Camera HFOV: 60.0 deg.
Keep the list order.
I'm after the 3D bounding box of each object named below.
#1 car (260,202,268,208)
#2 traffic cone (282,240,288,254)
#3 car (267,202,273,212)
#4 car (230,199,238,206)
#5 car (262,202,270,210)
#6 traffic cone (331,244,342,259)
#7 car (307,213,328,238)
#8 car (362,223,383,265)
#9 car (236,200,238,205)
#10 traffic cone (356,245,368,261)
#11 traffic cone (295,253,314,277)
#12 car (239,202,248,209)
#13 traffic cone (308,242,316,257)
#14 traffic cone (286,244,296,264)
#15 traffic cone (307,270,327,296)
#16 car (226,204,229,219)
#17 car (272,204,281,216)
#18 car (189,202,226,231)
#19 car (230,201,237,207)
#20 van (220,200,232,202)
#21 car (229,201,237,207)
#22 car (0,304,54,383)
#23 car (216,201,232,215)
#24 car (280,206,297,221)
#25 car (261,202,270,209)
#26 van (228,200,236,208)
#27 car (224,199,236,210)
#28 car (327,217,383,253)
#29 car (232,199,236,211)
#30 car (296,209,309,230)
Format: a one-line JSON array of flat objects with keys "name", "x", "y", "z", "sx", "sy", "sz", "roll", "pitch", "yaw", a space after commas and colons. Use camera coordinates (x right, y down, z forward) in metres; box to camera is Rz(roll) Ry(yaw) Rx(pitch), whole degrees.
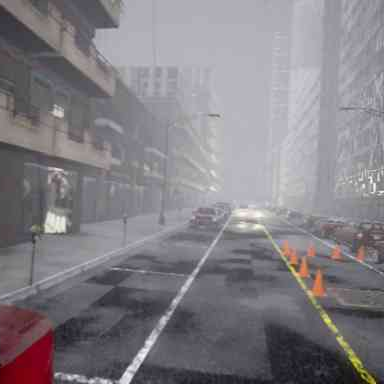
[{"name": "car", "x": 20.246, "y": 3.664, "z": 93.489, "sx": 1.752, "sy": 1.417, "sz": 4.829, "roll": 4, "pitch": 0, "yaw": 9}, {"name": "traffic cone", "x": 4.030, "y": 2.336, "z": 14.126, "sx": 0.340, "sy": 0.580, "sz": 0.340, "roll": 3, "pitch": -1, "yaw": 9}, {"name": "car", "x": 15.170, "y": 3.083, "z": 60.423, "sx": 1.802, "sy": 1.307, "sz": 4.206, "roll": 4, "pitch": 0, "yaw": 9}, {"name": "car", "x": 11.984, "y": 3.018, "z": 94.504, "sx": 2.192, "sy": 1.841, "sz": 5.009, "roll": 4, "pitch": 0, "yaw": 9}, {"name": "car", "x": 16.862, "y": 3.154, "z": 71.390, "sx": 1.967, "sy": 1.590, "sz": 4.097, "roll": 4, "pitch": 0, "yaw": 9}, {"name": "traffic cone", "x": 6.003, "y": 2.439, "z": 13.822, "sx": 0.340, "sy": 0.580, "sz": 0.340, "roll": 3, "pitch": -1, "yaw": 9}, {"name": "car", "x": 9.287, "y": 2.299, "z": 22.044, "sx": 1.887, "sy": 1.381, "sz": 4.507, "roll": 4, "pitch": 0, "yaw": 9}, {"name": "car", "x": 7.605, "y": 2.083, "z": 11.078, "sx": 1.887, "sy": 1.381, "sz": 4.507, "roll": 4, "pitch": 0, "yaw": 9}, {"name": "car", "x": 6.897, "y": 2.507, "z": 61.620, "sx": 1.967, "sy": 1.590, "sz": 4.097, "roll": 4, "pitch": 0, "yaw": 9}, {"name": "traffic cone", "x": 6.990, "y": 2.491, "z": 13.669, "sx": 0.340, "sy": 0.580, "sz": 0.340, "roll": 3, "pitch": -1, "yaw": 9}, {"name": "traffic cone", "x": 3.424, "y": 2.258, "z": 10.173, "sx": 0.340, "sy": 0.580, "sz": 0.340, "roll": 3, "pitch": -1, "yaw": 9}, {"name": "car", "x": 11.243, "y": 2.898, "z": 72.353, "sx": 1.882, "sy": 1.535, "sz": 5.008, "roll": 3, "pitch": -1, "yaw": 9}, {"name": "traffic cone", "x": 5.017, "y": 2.387, "z": 13.974, "sx": 0.340, "sy": 0.580, "sz": 0.340, "roll": 3, "pitch": -1, "yaw": 9}, {"name": "traffic cone", "x": 3.727, "y": 2.297, "z": 12.150, "sx": 0.340, "sy": 0.580, "sz": 0.340, "roll": 3, "pitch": -1, "yaw": 9}, {"name": "traffic cone", "x": 3.121, "y": 2.219, "z": 8.197, "sx": 0.340, "sy": 0.580, "sz": 0.340, "roll": 3, "pitch": -1, "yaw": 9}, {"name": "car", "x": 1.845, "y": 1.971, "z": 28.729, "sx": 1.887, "sy": 1.381, "sz": 4.507, "roll": 4, "pitch": 0, "yaw": 9}, {"name": "car", "x": 13.518, "y": 2.816, "z": 49.626, "sx": 1.752, "sy": 1.417, "sz": 4.829, "roll": 4, "pitch": 0, "yaw": 9}, {"name": "car", "x": 1.011, "y": 1.760, "z": 23.247, "sx": 1.967, "sy": 1.590, "sz": 4.097, "roll": 4, "pitch": 0, "yaw": 9}, {"name": "car", "x": 11.123, "y": 3.179, "z": 89.020, "sx": 1.802, "sy": 1.307, "sz": 4.206, "roll": 4, "pitch": 0, "yaw": 9}, {"name": "van", "x": 3.542, "y": 1.982, "z": 39.694, "sx": 1.690, "sy": 1.788, "sz": 3.998, "roll": 4, "pitch": 0, "yaw": 9}, {"name": "car", "x": 10.261, "y": 3.014, "z": 83.372, "sx": 1.752, "sy": 1.417, "sz": 4.829, "roll": 4, "pitch": 0, "yaw": 9}, {"name": "car", "x": -2.359, "y": 1.433, "z": 1.320, "sx": 1.887, "sy": 1.381, "sz": 4.507, "roll": 4, "pitch": 0, "yaw": 9}, {"name": "car", "x": 2.694, "y": 1.974, "z": 34.212, "sx": 1.967, "sy": 1.590, "sz": 4.097, "roll": 4, "pitch": 0, "yaw": 9}, {"name": "car", "x": 11.809, "y": 2.625, "z": 38.492, "sx": 2.008, "sy": 1.369, "sz": 4.403, "roll": 4, "pitch": 0, "yaw": 9}, {"name": "car", "x": 19.386, "y": 3.470, "z": 87.839, "sx": 1.967, "sy": 1.590, "sz": 4.097, "roll": 4, "pitch": 0, "yaw": 9}, {"name": "van", "x": 9.452, "y": 2.728, "z": 78.061, "sx": 1.690, "sy": 1.788, "sz": 3.998, "roll": 4, "pitch": 0, "yaw": 9}, {"name": "car", "x": 7.744, "y": 2.489, "z": 67.102, "sx": 2.192, "sy": 1.841, "sz": 5.009, "roll": 4, "pitch": 0, "yaw": 9}, {"name": "car", "x": 8.453, "y": 2.087, "z": 16.561, "sx": 1.967, "sy": 1.590, "sz": 4.097, "roll": 4, "pitch": 0, "yaw": 9}, {"name": "car", "x": 4.384, "y": 2.062, "z": 45.175, "sx": 2.192, "sy": 1.841, "sz": 5.009, "roll": 4, "pitch": 0, "yaw": 9}, {"name": "car", "x": 10.127, "y": 2.406, "z": 27.527, "sx": 1.887, "sy": 1.381, "sz": 4.507, "roll": 4, "pitch": 0, "yaw": 9}]
